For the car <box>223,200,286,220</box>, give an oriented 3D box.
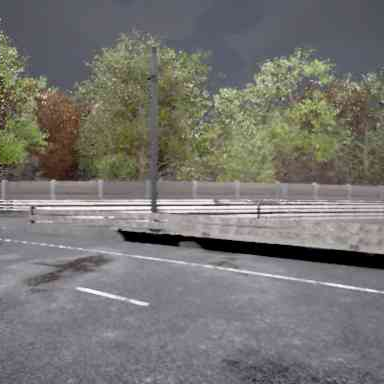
[{"bbox_3d":[4.746,1.430,25.455,4.892,1.490,1.837,-2,1,-10],"label":"car"}]
